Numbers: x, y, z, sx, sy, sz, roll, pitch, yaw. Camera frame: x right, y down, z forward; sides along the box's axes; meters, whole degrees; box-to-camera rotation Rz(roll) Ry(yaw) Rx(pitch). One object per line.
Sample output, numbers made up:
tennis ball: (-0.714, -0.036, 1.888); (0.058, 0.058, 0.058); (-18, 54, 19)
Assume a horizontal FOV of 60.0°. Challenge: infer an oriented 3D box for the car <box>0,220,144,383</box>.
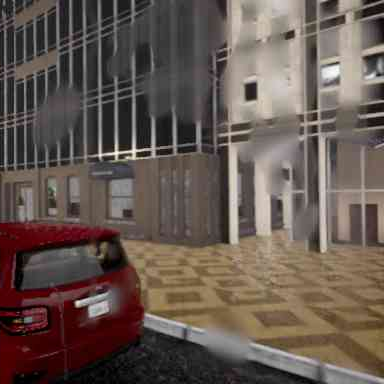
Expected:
car: (-2.945, 1.362, 4.975); (5.009, 1.841, 2.192); (-1, -1, 35)
